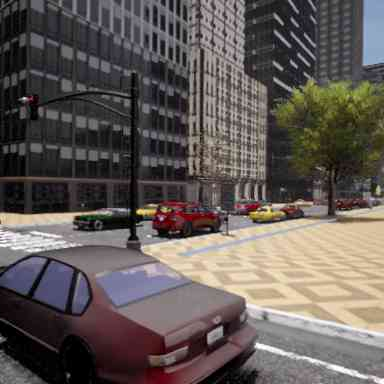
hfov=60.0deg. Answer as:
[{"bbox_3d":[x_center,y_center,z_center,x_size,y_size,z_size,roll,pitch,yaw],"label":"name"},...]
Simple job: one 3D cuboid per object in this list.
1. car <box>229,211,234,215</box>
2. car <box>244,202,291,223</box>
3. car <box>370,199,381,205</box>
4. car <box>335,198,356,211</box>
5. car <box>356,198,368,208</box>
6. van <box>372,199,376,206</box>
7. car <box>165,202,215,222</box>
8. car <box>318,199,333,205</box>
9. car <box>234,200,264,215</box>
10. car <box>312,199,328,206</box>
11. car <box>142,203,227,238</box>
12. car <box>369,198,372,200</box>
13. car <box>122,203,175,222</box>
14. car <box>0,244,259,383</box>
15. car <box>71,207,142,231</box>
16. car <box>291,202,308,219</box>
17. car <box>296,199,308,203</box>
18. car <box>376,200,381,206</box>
[{"bbox_3d":[1.122,1.815,25.783,1.994,1.385,4.181,1,0,37],"label":"car"},{"bbox_3d":[6.600,1.863,28.824,1.752,1.417,4.829,0,0,36],"label":"car"},{"bbox_3d":[43.393,2.433,78.568,1.802,1.307,4.206,0,0,36],"label":"car"},{"bbox_3d":[23.270,1.891,51.361,2.192,1.841,5.009,0,0,36],"label":"car"},{"bbox_3d":[29.979,1.983,60.430,2.192,1.841,5.009,0,0,36],"label":"car"},{"bbox_3d":[36.686,2.101,69.499,1.690,1.788,3.998,0,0,36],"label":"van"},{"bbox_3d":[-0.062,1.731,29.538,1.837,1.490,4.892,1,0,37],"label":"car"},{"bbox_3d":[29.932,2.193,74.462,2.008,1.369,4.403,0,0,36],"label":"car"},{"bbox_3d":[5.915,1.666,37.600,2.097,1.767,4.553,1,0,37],"label":"car"},{"bbox_3d":[26.580,2.178,69.929,1.802,1.307,4.206,0,0,36],"label":"car"},{"bbox_3d":[-0.207,1.552,19.619,2.192,1.841,5.009,0,0,36],"label":"car"},{"bbox_3d":[33.331,2.259,64.964,1.887,1.381,4.507,0,0,36],"label":"car"},{"bbox_3d":[-3.696,1.692,28.997,1.752,1.417,4.829,0,0,36],"label":"car"},{"bbox_3d":[-1.709,1.554,5.083,5.357,1.411,2.033,0,0,39],"label":"car"},{"bbox_3d":[-5.528,1.747,22.130,1.895,1.301,4.718,1,0,36],"label":"car"},{"bbox_3d":[9.852,1.967,33.222,1.802,1.307,4.206,0,0,36],"label":"car"},{"bbox_3d":[19.774,2.028,60.727,1.752,1.417,4.829,0,0,36],"label":"car"},{"bbox_3d":[40.040,2.246,74.034,1.967,1.590,4.097,0,0,36],"label":"car"}]
